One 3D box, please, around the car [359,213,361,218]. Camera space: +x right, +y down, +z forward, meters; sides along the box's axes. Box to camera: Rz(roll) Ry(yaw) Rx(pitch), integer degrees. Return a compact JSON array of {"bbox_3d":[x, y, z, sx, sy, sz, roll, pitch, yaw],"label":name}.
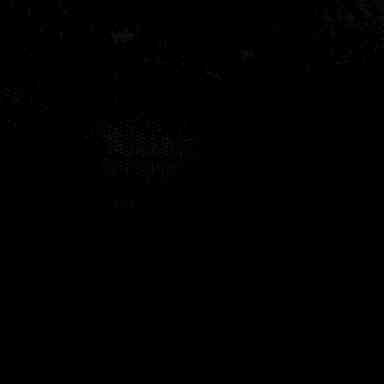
[{"bbox_3d":[30.097,5.123,59.760,2.185,1.767,4.553,-1,0,36],"label":"car"}]
